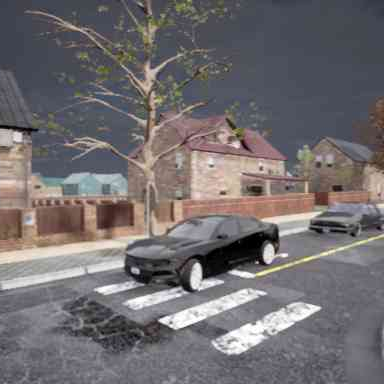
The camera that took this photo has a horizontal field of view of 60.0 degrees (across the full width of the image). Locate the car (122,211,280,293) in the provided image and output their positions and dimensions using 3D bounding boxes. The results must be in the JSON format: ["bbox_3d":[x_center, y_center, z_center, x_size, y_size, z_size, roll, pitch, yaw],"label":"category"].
[{"bbox_3d":[0.489,1.337,8.878,1.882,1.535,5.008,0,2,43],"label":"car"}]

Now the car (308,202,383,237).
[{"bbox_3d":[7.608,1.176,15.777,5.357,1.411,2.033,-2,1,-42],"label":"car"}]
